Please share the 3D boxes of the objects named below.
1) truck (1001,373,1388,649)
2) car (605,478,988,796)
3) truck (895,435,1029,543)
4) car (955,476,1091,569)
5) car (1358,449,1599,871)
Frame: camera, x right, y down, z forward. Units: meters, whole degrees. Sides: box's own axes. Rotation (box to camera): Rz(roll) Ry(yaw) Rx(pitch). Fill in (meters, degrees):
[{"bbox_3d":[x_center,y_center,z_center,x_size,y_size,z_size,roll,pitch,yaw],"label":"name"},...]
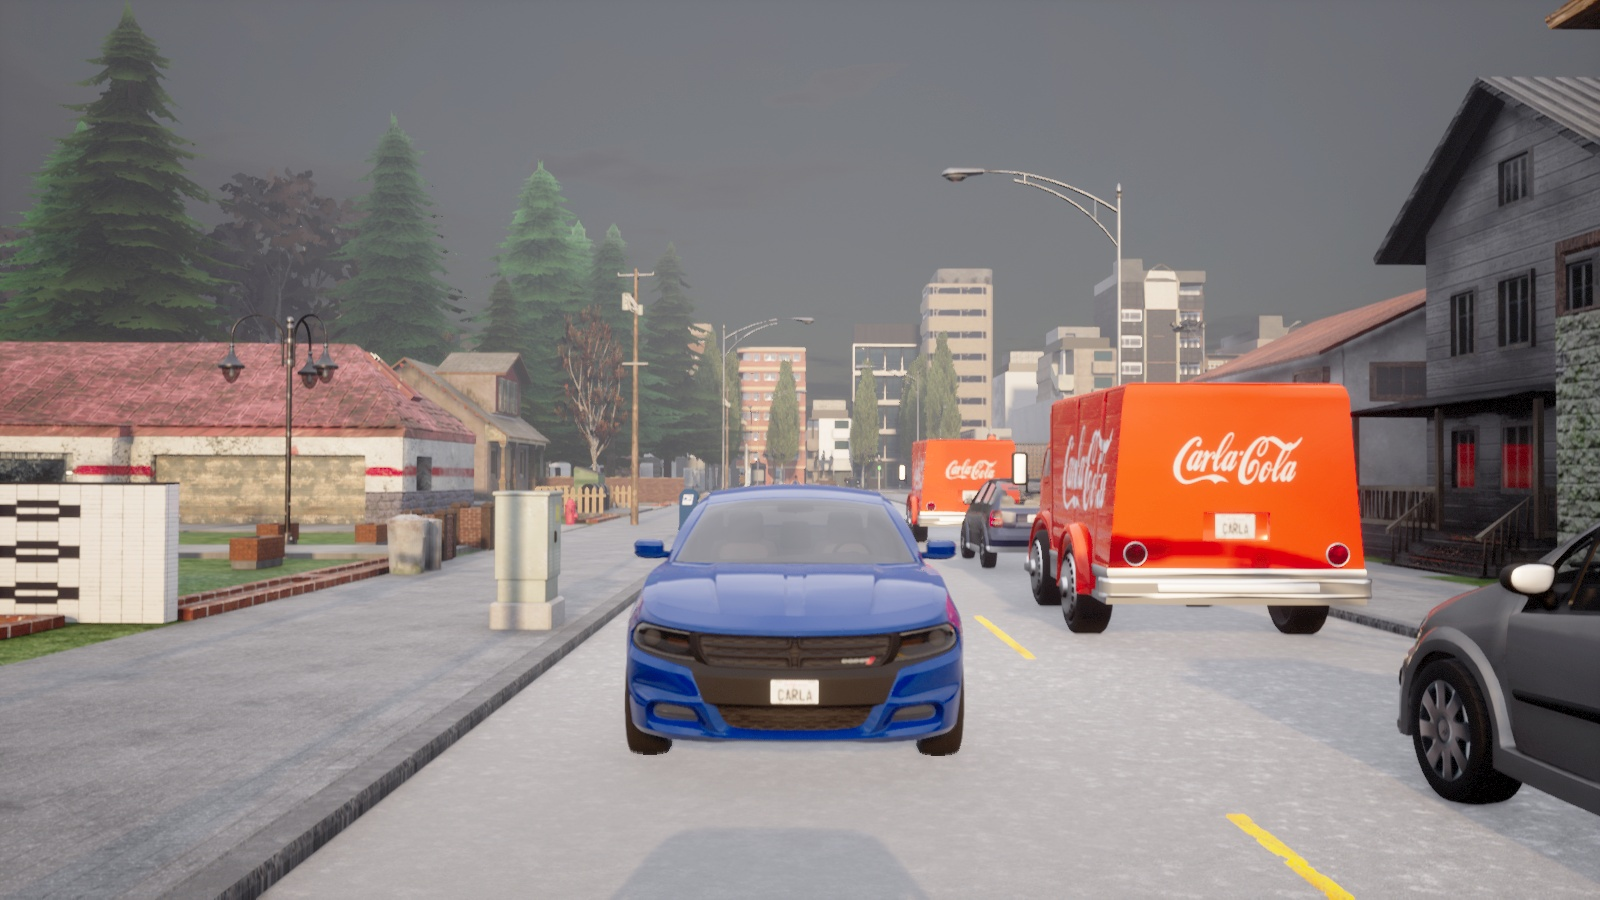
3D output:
[{"bbox_3d":[3.953,0.598,13.863,2.627,2.467,5.204,0,-1,0],"label":"truck"},{"bbox_3d":[-0.025,0.974,8.689,1.882,1.535,5.008,0,-1,0],"label":"car"},{"bbox_3d":[3.919,0.954,31.491,2.627,2.467,5.204,0,-1,-1],"label":"truck"},{"bbox_3d":[3.938,1.243,22.732,1.789,1.549,3.705,0,-1,0],"label":"car"},{"bbox_3d":[3.986,0.801,4.861,1.851,1.617,3.988,0,-1,0],"label":"car"}]
